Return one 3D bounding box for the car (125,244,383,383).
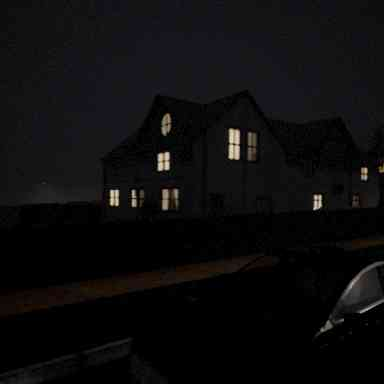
[{"bbox_3d":[1.578,1.492,4.201,4.902,1.511,2.128,0,0,-36],"label":"car"}]
